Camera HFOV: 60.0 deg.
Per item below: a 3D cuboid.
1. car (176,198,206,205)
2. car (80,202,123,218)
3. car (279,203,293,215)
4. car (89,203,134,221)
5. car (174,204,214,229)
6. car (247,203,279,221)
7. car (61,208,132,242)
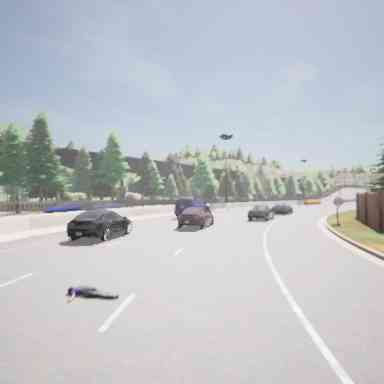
[{"bbox_3d":[0.075,1.660,34.171,2.150,2.045,5.566,0,-1,22],"label":"car"},{"bbox_3d":[-10.068,1.957,37.470,2.128,1.511,4.902,0,-1,22],"label":"car"},{"bbox_3d":[11.288,2.110,41.667,1.994,1.385,4.181,0,-1,30],"label":"car"},{"bbox_3d":[-7.928,1.892,33.284,1.882,1.535,5.008,0,-1,20],"label":"car"},{"bbox_3d":[0.325,1.835,24.159,1.812,1.442,4.674,0,-1,16],"label":"car"},{"bbox_3d":[6.613,1.961,31.700,2.033,1.411,5.357,0,-1,22],"label":"car"},{"bbox_3d":[-4.805,1.728,17.907,1.837,1.490,4.892,0,-1,11],"label":"car"}]
